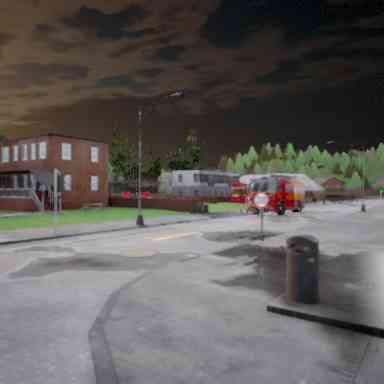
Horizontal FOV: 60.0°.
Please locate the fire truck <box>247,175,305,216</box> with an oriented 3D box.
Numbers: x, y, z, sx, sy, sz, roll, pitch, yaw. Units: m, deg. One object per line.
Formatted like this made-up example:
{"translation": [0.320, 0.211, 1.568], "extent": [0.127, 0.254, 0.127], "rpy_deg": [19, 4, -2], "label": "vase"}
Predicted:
{"translation": [8.659, 0.284, 33.372], "extent": [2.891, 3.827, 8.468], "rpy_deg": [0, 0, 35], "label": "fire truck"}
